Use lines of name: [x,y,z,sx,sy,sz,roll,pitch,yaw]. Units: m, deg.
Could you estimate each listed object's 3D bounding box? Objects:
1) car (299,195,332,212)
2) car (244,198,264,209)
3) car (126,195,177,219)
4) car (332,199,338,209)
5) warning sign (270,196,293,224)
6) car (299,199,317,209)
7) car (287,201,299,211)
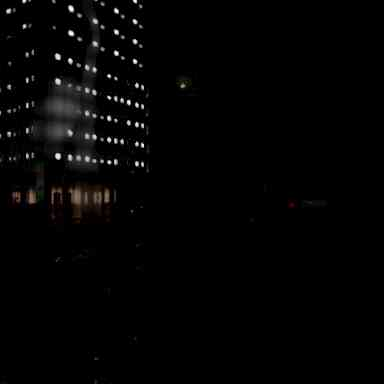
car: [15.877,1.451,42.628,2.150,2.045,5.566,0,0,34]
car: [9.394,1.757,50.675,1.837,1.490,4.892,0,-1,33]
car: [-3.695,1.328,31.275,2.150,2.045,5.566,0,0,34]
car: [21.390,1.763,51.446,1.882,1.535,5.008,0,0,31]
warning sign: [6.280,1.215,23.351,1.300,1.860,1.060,0,0,34]
car: [18.612,1.812,53.133,1.812,1.442,4.674,0,0,31]
car: [13.593,1.835,45.072,1.895,1.301,4.718,0,0,33]
